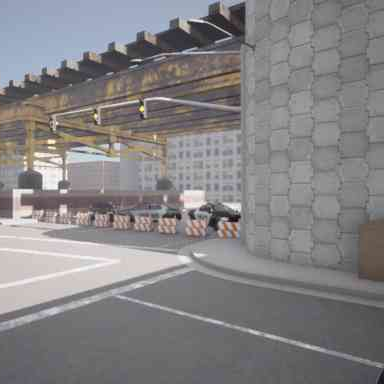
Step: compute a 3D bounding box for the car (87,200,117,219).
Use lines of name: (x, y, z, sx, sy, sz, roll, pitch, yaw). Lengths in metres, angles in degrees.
car: (-6.905, 1.295, 26.005, 1.853, 1.218, 4.536, 0, 0, -10)

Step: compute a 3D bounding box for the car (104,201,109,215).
car: (-3.197, 1.453, 23.205, 4.974, 1.542, 2.038, 0, 0, 0)

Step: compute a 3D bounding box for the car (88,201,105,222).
car: (-6.896, 1.453, 25.954, 2.038, 1.542, 4.974, 0, 0, -10)

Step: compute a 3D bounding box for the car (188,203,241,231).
car: (1.575, 1.453, 20.627, 2.038, 1.542, 4.974, 0, 0, -25)

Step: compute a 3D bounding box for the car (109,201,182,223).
car: (-3.145, 1.295, 23.205, 4.536, 1.218, 1.853, 0, 0, 0)

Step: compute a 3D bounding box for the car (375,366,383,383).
car: (3.477, 1.601, 1.492, 4.718, 1.301, 1.895, 0, 0, 36)

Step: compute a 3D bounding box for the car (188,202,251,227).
car: (1.553, 1.295, 20.674, 1.853, 1.218, 4.536, 0, 0, -25)
